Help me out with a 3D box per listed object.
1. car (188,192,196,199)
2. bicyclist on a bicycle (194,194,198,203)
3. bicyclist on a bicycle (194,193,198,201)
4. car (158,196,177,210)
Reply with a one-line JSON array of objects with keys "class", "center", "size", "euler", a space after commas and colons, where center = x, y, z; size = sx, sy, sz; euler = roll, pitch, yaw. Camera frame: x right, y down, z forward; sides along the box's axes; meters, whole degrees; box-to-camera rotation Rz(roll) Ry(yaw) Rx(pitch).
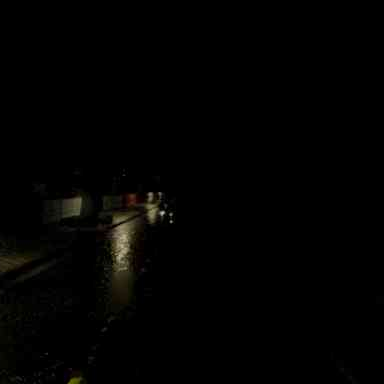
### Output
[{"class": "car", "center": [0.054, 0.918, 84.828], "size": [1.812, 1.442, 4.674], "euler": [0, 0, 0]}, {"class": "bicyclist on a bicycle", "center": [0.794, 1.103, 58.301], "size": [0.582, 1.620, 1.656], "euler": [0, 0, 0]}, {"class": "bicyclist on a bicycle", "center": [0.805, 1.040, 67.782], "size": [0.866, 1.612, 1.509], "euler": [0, 0, 0]}, {"class": "car", "center": [-2.818, 1.250, 38.520], "size": [2.128, 1.511, 4.902], "euler": [0, 0, 0]}]
